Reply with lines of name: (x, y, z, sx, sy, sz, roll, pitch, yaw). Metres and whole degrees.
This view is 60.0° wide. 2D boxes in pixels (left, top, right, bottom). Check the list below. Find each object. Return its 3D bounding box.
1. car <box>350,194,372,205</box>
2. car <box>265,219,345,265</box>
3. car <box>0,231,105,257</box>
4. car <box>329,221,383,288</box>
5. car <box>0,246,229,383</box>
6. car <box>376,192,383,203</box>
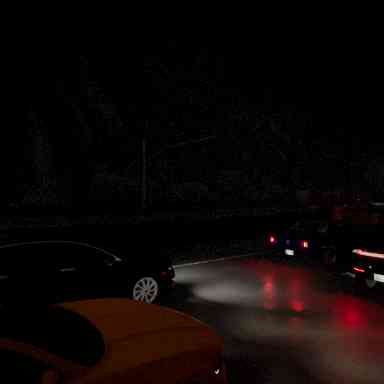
car: (27.601, 1.131, 54.795, 4.553, 1.767, 2.097, 0, 0, -36)
car: (4.839, 1.590, 11.666, 4.718, 1.301, 1.895, 0, 0, -36)
car: (-2.599, 1.504, 6.191, 4.892, 1.490, 1.837, 0, 0, -36)
car: (5.699, 1.482, 7.961, 4.902, 1.511, 2.128, 0, 0, -36)
car: (-1.948, 1.477, 2.335, 5.008, 1.535, 1.882, 0, 0, -36)
car: (35.948, 0.948, 60.880, 5.566, 2.045, 2.150, 0, 0, -36)
